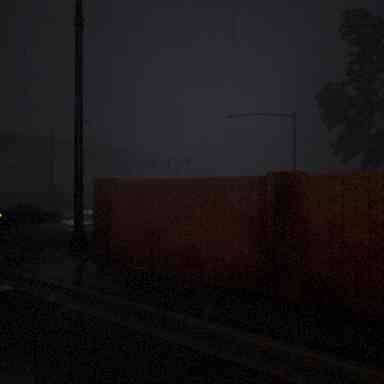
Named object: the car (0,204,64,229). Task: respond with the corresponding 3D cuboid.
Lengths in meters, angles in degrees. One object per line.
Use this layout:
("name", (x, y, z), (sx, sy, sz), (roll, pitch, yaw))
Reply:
("car", (-10.857, 1.524, 21.979), (1.812, 1.442, 4.674), (0, 0, 37))
